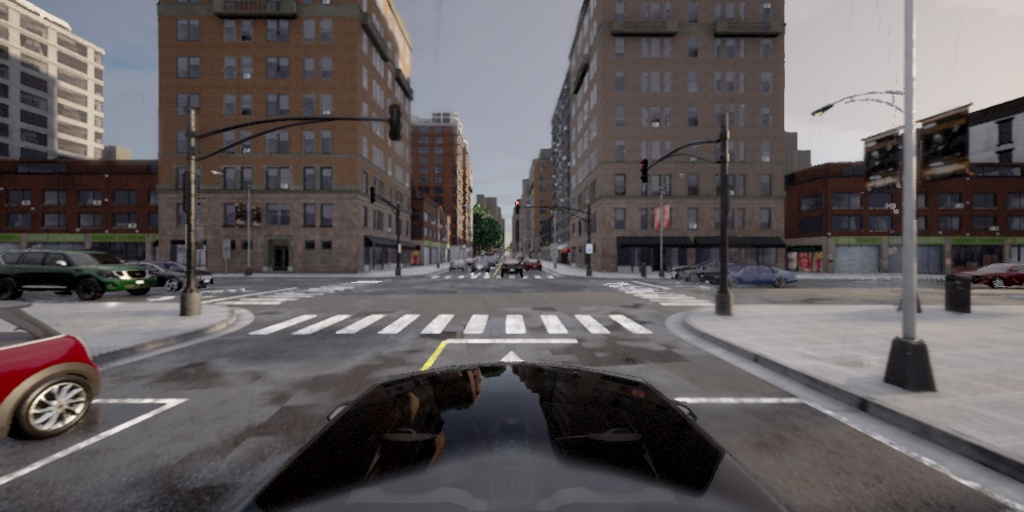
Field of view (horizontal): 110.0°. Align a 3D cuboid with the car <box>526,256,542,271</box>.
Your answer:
[{"bbox_3d":[2.454,0.987,40.895,1.888,1.381,4.507,0,0,-1],"label":"car"}]

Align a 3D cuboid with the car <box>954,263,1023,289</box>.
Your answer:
[{"bbox_3d":[30.521,1.204,22.245,5.008,1.535,1.882,0,0,0],"label":"car"}]

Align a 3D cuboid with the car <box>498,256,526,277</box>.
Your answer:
[{"bbox_3d":[-0.017,0.984,32.045,1.882,1.535,5.008,0,0,-1],"label":"car"}]

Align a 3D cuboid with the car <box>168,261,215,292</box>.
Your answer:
[{"bbox_3d":[-18.128,1.012,18.407,4.902,1.511,2.128,0,0,-1],"label":"car"}]

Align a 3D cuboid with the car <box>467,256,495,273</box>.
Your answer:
[{"bbox_3d":[-3.275,0.950,38.539,2.128,1.511,4.902,0,1,0],"label":"car"}]

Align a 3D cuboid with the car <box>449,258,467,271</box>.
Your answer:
[{"bbox_3d":[-6.071,0.993,40.801,2.007,1.370,4.403,0,0,-1],"label":"car"}]

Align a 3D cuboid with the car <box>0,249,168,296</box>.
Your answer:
[{"bbox_3d":[-18.479,0.745,15.159,5.566,2.045,2.150,0,0,0],"label":"car"}]

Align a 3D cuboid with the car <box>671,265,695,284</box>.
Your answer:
[{"bbox_3d":[13.886,1.143,25.380,4.902,1.511,2.128,0,0,0],"label":"car"}]

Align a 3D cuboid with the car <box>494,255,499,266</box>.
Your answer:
[{"bbox_3d":[-3.417,0.903,53.786,2.033,1.411,5.357,0,0,0],"label":"car"}]

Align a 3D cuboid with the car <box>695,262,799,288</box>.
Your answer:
[{"bbox_3d":[14.602,1.205,22.147,5.357,1.411,2.033,0,0,-4],"label":"car"}]

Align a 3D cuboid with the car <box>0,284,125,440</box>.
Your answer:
[{"bbox_3d":[-5.858,1.184,2.441,1.967,1.591,4.097,0,0,0],"label":"car"}]

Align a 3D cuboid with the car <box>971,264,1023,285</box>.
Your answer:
[{"bbox_3d":[36.678,1.300,25.537,5.357,1.411,2.033,0,0,0],"label":"car"}]

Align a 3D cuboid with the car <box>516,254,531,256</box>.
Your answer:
[{"bbox_3d":[2.263,0.648,57.414,2.192,1.841,5.009,0,0,-1],"label":"car"}]
